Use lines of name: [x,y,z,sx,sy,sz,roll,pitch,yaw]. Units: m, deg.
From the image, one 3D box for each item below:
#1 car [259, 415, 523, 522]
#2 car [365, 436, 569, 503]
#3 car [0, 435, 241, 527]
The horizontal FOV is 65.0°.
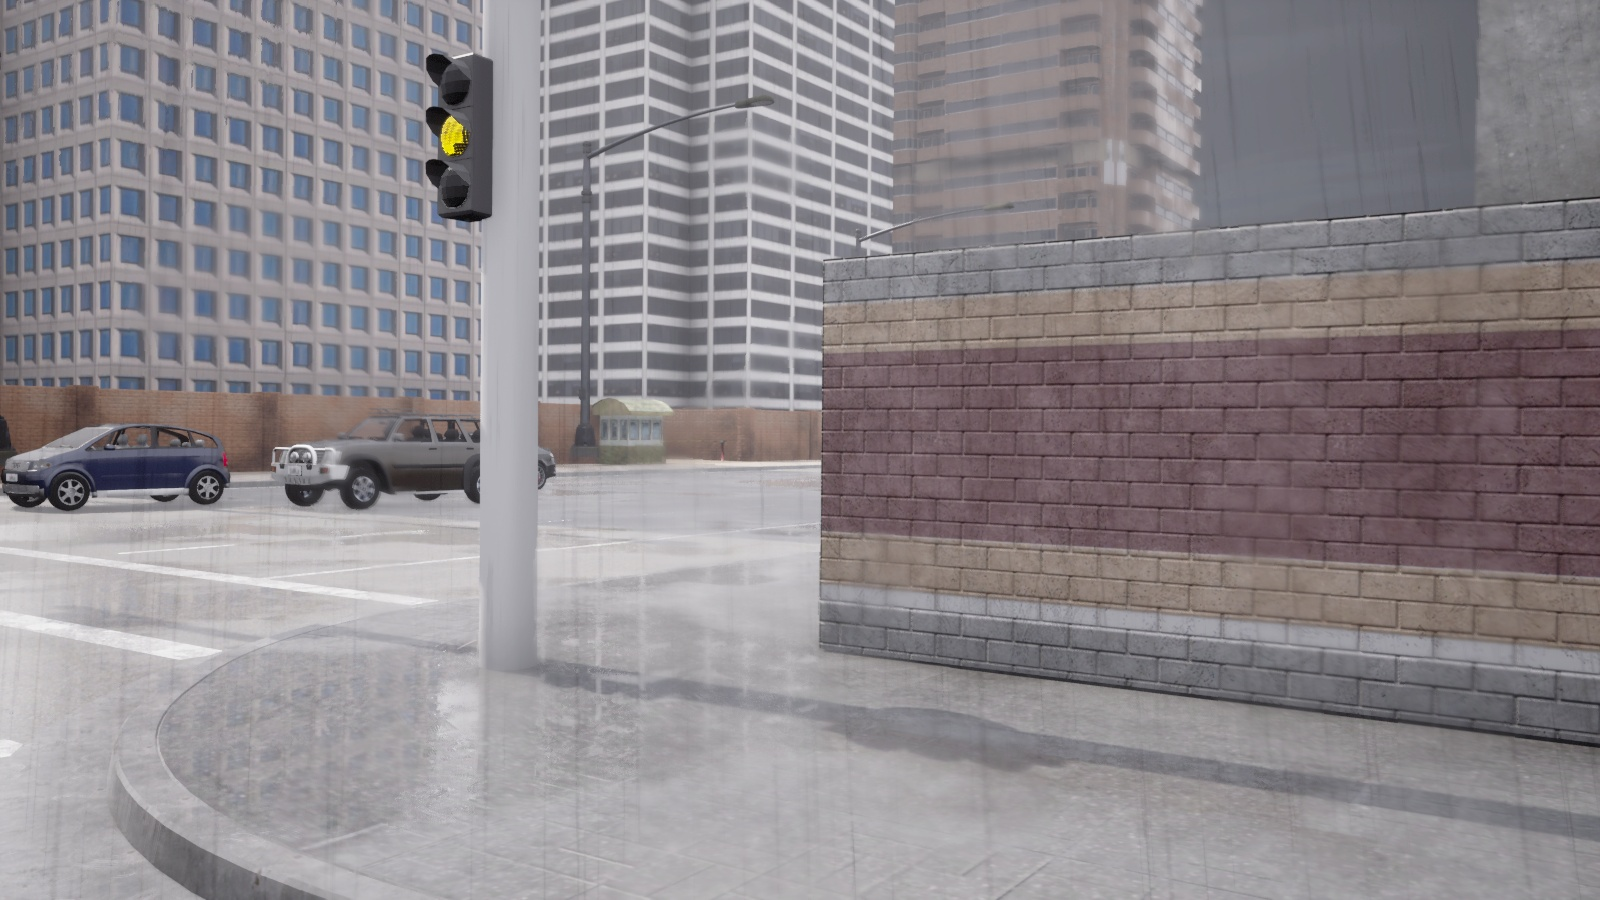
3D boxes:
car: [-7.761,0.287,24.273,1.932,1.855,4.605,0,1,34]
car: [-7.915,0.415,30.289,1.812,1.442,4.674,0,1,34]
car: [-12.628,0.506,23.310,1.789,1.549,3.705,0,1,34]
